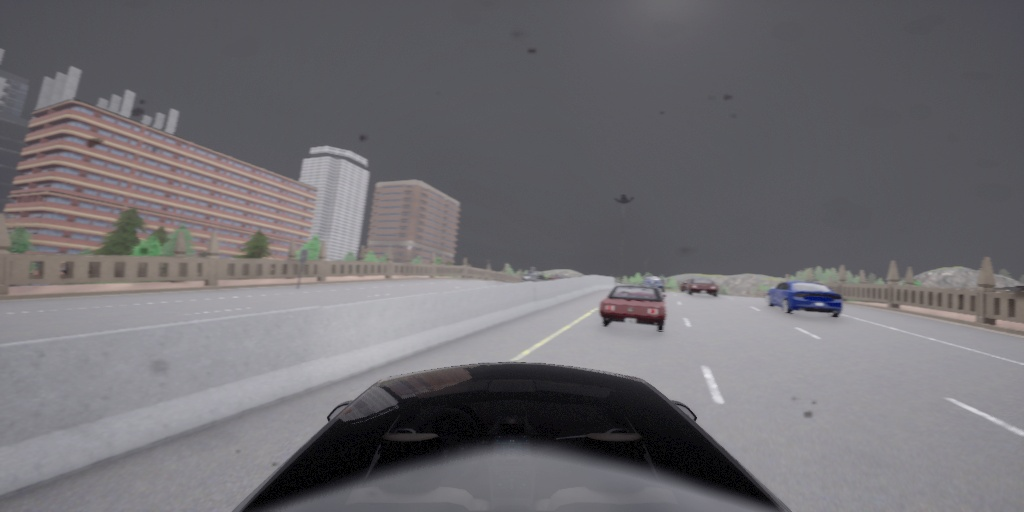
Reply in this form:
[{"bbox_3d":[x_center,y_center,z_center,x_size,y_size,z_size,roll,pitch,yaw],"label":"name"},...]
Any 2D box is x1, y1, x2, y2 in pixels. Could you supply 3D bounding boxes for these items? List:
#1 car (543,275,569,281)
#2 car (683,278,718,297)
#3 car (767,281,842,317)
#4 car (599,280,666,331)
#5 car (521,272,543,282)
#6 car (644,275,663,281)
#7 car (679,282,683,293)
[{"bbox_3d":[5.708,2.878,42.997,1.895,1.301,4.718,2,-5,24],"label":"car"},{"bbox_3d":[14.609,2.397,27.749,1.895,1.301,4.718,2,-3,23],"label":"car"},{"bbox_3d":[14.097,1.965,17.573,1.882,1.535,5.008,2,-1,23],"label":"car"},{"bbox_3d":[4.349,1.660,12.527,1.895,1.301,4.718,2,-1,23],"label":"car"},{"bbox_3d":[2.710,2.728,44.870,2.128,1.511,4.902,2,-6,24],"label":"car"},{"bbox_3d":[12.647,2.462,32.087,2.033,1.411,5.357,2,-4,23],"label":"car"},{"bbox_3d":[19.660,3.428,39.697,1.882,1.535,5.008,2,-6,23],"label":"car"}]
